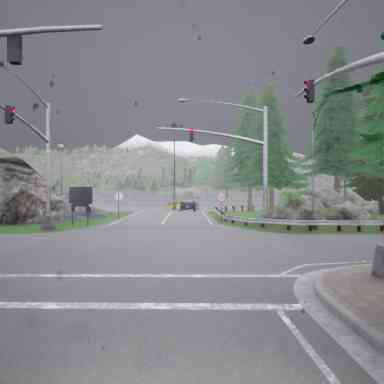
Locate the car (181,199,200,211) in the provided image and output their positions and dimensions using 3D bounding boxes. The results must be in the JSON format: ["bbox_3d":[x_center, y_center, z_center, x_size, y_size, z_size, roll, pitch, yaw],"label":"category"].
[{"bbox_3d":[-0.200,1.641,42.227,1.882,1.535,5.008,-1,-1,8],"label":"car"}]
